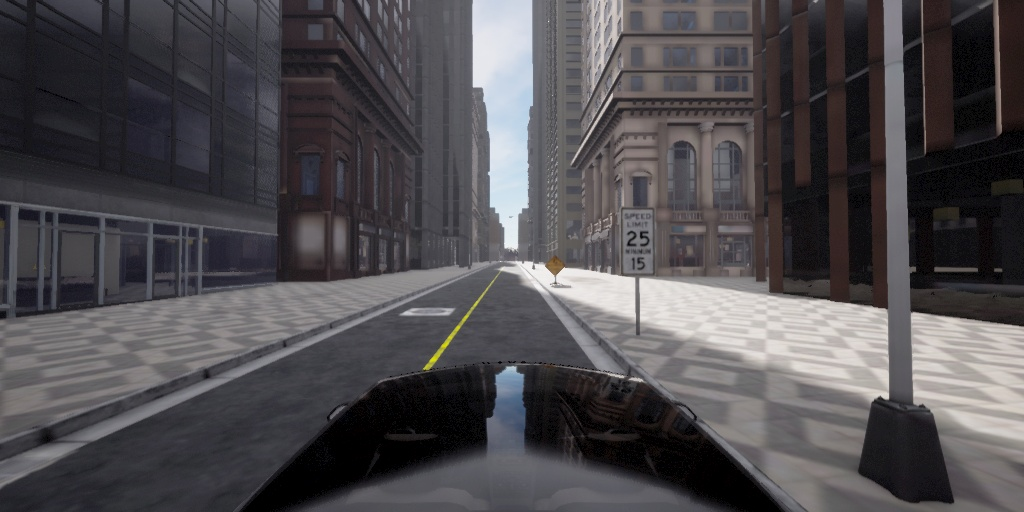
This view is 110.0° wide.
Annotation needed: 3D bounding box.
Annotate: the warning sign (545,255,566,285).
[{"bbox_3d":[2.717,0.878,22.376,1.300,1.860,1.060,0,0,0],"label":"warning sign"}]
